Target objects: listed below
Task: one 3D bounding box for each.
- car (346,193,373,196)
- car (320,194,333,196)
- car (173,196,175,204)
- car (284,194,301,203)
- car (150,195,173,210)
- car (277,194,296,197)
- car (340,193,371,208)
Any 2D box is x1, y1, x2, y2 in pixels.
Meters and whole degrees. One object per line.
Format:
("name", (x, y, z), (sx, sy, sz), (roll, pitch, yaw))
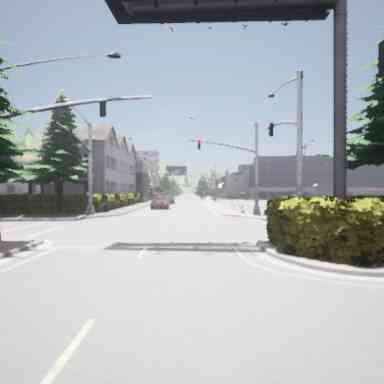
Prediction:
("car", (18.931, 1.116, 37.308), (1.905, 1.878, 3.866), (0, 0, -1))
("car", (25.153, 1.097, 62.611), (2.152, 1.636, 5.027), (0, 0, -1))
("car", (-3.854, 1.305, 56.555), (1.837, 1.490, 4.892), (0, 1, 0))
("car", (18.738, 1.183, 62.236), (1.970, 1.475, 3.806), (0, 0, -1))
("car", (-3.799, 1.212, 40.024), (2.097, 1.767, 4.553), (0, 0, 0))
("car", (15.133, 1.278, 55.157), (2.007, 1.523, 4.514), (0, 0, -1))
("car", (22.154, 1.106, 45.202), (1.932, 1.855, 4.605), (0, 0, -1))
